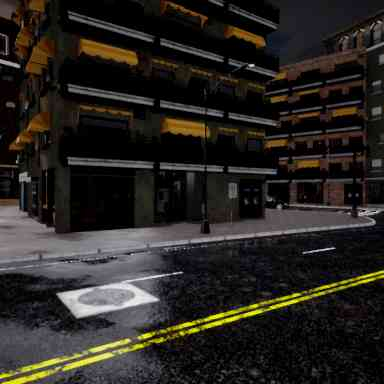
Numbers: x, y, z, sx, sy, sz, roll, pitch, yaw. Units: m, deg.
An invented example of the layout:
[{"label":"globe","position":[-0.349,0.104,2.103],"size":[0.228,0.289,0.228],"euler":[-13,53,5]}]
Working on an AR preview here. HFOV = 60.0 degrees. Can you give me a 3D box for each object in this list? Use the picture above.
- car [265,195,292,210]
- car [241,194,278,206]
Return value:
[{"label":"car","position":[8.238,1.161,34.871],"size":[4.403,1.369,2.008],"euler":[1,0,38]},{"label":"car","position":[9.120,1.071,44.851],"size":[4.403,1.369,2.008],"euler":[1,0,38]}]
